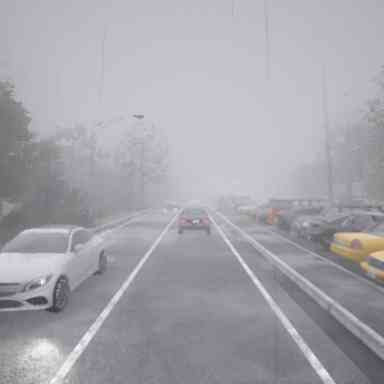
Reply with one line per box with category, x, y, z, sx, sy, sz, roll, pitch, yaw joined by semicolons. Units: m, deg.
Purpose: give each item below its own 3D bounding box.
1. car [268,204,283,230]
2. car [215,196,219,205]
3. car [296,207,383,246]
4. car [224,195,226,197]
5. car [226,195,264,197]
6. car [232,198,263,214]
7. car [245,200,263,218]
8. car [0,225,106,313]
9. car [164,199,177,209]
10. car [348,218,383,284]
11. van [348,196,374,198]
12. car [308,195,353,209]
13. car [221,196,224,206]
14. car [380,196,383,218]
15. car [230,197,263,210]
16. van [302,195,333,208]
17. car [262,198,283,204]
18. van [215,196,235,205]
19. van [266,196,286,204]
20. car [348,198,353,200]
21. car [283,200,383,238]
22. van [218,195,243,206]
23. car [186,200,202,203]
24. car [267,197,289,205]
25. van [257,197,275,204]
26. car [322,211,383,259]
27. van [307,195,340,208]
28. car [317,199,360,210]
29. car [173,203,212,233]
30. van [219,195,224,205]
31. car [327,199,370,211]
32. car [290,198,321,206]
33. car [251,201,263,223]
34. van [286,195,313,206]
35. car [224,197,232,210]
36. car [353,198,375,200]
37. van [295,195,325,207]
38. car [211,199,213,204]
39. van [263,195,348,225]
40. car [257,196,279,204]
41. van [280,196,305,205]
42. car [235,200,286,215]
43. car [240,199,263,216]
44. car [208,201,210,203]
car;7.043;1.569;18.507;4.792;1.488;2.163;0;0;0
car;7.309;1.511;57.374;5.566;2.045;2.435;0;0;0
car;6.970;1.518;12.955;4.892;1.521;2.231;0;0;0
car;7.173;1.573;46.269;4.553;1.767;2.185;0;0;0
car;7.154;1.557;43.493;4.553;1.767;2.185;0;0;0
car;6.923;1.616;32.390;5.366;1.575;1.946;0;0;0
car;7.042;1.617;26.836;4.792;1.488;2.163;0;0;0
car;-3.340;1.547;7.820;1.812;1.442;4.674;0;0;0
car;-3.154;1.773;49.625;1.812;1.442;4.674;0;-1;1
car;6.753;1.512;7.536;5.366;1.575;1.946;0;0;0
van;20.362;1.436;40.638;4.442;1.987;1.878;0;0;0
car;20.274;1.458;48.949;5.566;2.045;2.435;0;0;0
car;7.218;1.714;49.045;5.008;1.535;2.097;0;0;0
car;20.141;1.347;29.433;5.566;2.045;2.435;0;0;0
car;7.141;1.652;37.940;4.892;1.521;2.231;0;0;0
van;20.456;1.515;54.363;4.442;1.987;1.878;0;0;0
car;20.542;2.344;84.809;4.892;1.521;2.231;0;-1;0
van;7.530;1.945;76.786;4.442;1.987;1.878;0;-1;0
van;20.646;2.056;82.043;4.442;1.987;1.878;0;-1;0
car;20.229;1.686;37.867;4.674;1.452;2.002;0;0;0
car;7.026;1.401;15.735;4.553;1.767;2.185;0;0;0
van;7.202;1.642;62.910;4.442;1.987;1.878;0;-1;0
car;0.238;1.703;41.942;1.812;1.442;4.674;0;0;0
car;20.479;2.096;79.273;4.553;1.767;2.185;0;-1;0
van;20.724;2.325;93.239;4.442;1.987;1.878;0;-2;0
car;7.142;1.510;10.186;5.366;1.575;1.946;0;0;0
van;20.438;1.499;51.718;4.442;1.987;1.878;0;0;0
car;20.277;1.693;46.053;5.008;1.535;2.097;0;0;0
car;0.133;1.611;19.927;2.033;1.411;5.357;0;0;0
van;7.144;1.521;54.599;4.442;1.987;1.878;0;0;0
car;20.262;1.717;43.282;4.674;1.452;2.002;0;0;0
car;20.383;1.799;59.883;5.008;1.535;2.097;0;-1;0
car;7.023;1.601;24.060;4.792;1.488;2.163;0;0;0
van;20.280;1.634;62.659;4.442;1.987;1.878;0;-1;0
car;6.981;1.664;40.718;5.366;1.575;1.946;0;0;0
car;20.201;1.629;34.972;5.008;1.535;2.097;0;0;0
van;20.243;1.531;57.268;4.442;1.987;1.878;0;-1;0
car;7.400;2.110;74.006;5.008;1.535;2.097;0;-1;0
van;7.149;1.330;21.284;4.442;1.987;1.878;0;0;0
car;20.614;2.220;90.349;5.566;2.045;2.435;0;-2;0
van;20.552;1.754;68.195;4.442;1.987;1.878;0;-1;0
car;7.134;1.636;35.164;4.892;1.521;2.231;0;0;0
car;7.061;1.633;29.612;4.792;1.488;2.163;0;0;0
car;7.442;2.101;85.114;5.566;2.045;2.435;0;-1;0
